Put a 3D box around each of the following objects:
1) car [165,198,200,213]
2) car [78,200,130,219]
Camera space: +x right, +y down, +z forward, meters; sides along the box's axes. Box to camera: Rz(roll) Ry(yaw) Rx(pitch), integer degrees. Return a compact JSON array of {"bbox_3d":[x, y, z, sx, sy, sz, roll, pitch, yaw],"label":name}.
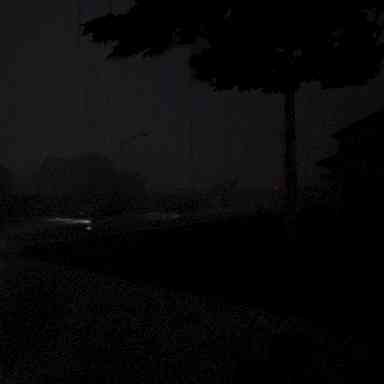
[{"bbox_3d":[-1.031,1.475,38.174,1.882,1.535,5.008,0,0,36],"label":"car"},{"bbox_3d":[-7.592,1.502,29.052,1.837,1.490,4.892,0,0,36],"label":"car"}]
